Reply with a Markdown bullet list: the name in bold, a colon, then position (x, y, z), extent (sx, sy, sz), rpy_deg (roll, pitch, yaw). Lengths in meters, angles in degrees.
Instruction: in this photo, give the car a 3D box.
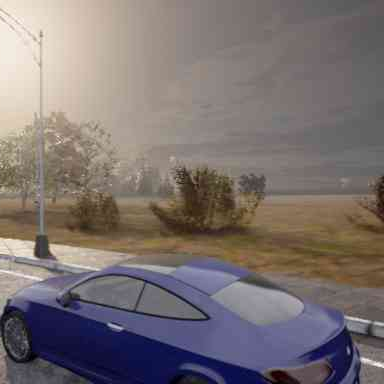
- **car**: position (-0.500, 1.515, 4.182), extent (4.674, 1.442, 1.812), rpy_deg (0, 0, 34)
